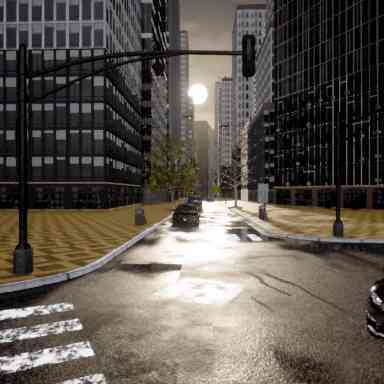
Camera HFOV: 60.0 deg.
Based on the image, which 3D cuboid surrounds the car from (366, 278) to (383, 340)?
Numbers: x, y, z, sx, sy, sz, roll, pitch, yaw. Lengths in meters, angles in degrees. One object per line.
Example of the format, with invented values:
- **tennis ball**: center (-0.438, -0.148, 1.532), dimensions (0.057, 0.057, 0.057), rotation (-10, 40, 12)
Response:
- **car**: center (4.904, 1.502, 5.301), dimensions (4.902, 1.511, 2.128), rotation (0, 0, -27)

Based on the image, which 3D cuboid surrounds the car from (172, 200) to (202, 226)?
- **car**: center (-0.397, 1.653, 25.400), dimensions (1.882, 1.535, 5.008), rotation (0, 0, 2)

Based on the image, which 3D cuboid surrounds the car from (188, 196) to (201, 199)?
- **car**: center (0.389, 1.554, 46.265), dimensions (2.150, 2.045, 5.566), rotation (0, 0, 2)

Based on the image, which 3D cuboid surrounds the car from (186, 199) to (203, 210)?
- **car**: center (-0.011, 1.777, 35.613), dimensions (1.812, 1.442, 4.674), rotation (0, 0, 2)
